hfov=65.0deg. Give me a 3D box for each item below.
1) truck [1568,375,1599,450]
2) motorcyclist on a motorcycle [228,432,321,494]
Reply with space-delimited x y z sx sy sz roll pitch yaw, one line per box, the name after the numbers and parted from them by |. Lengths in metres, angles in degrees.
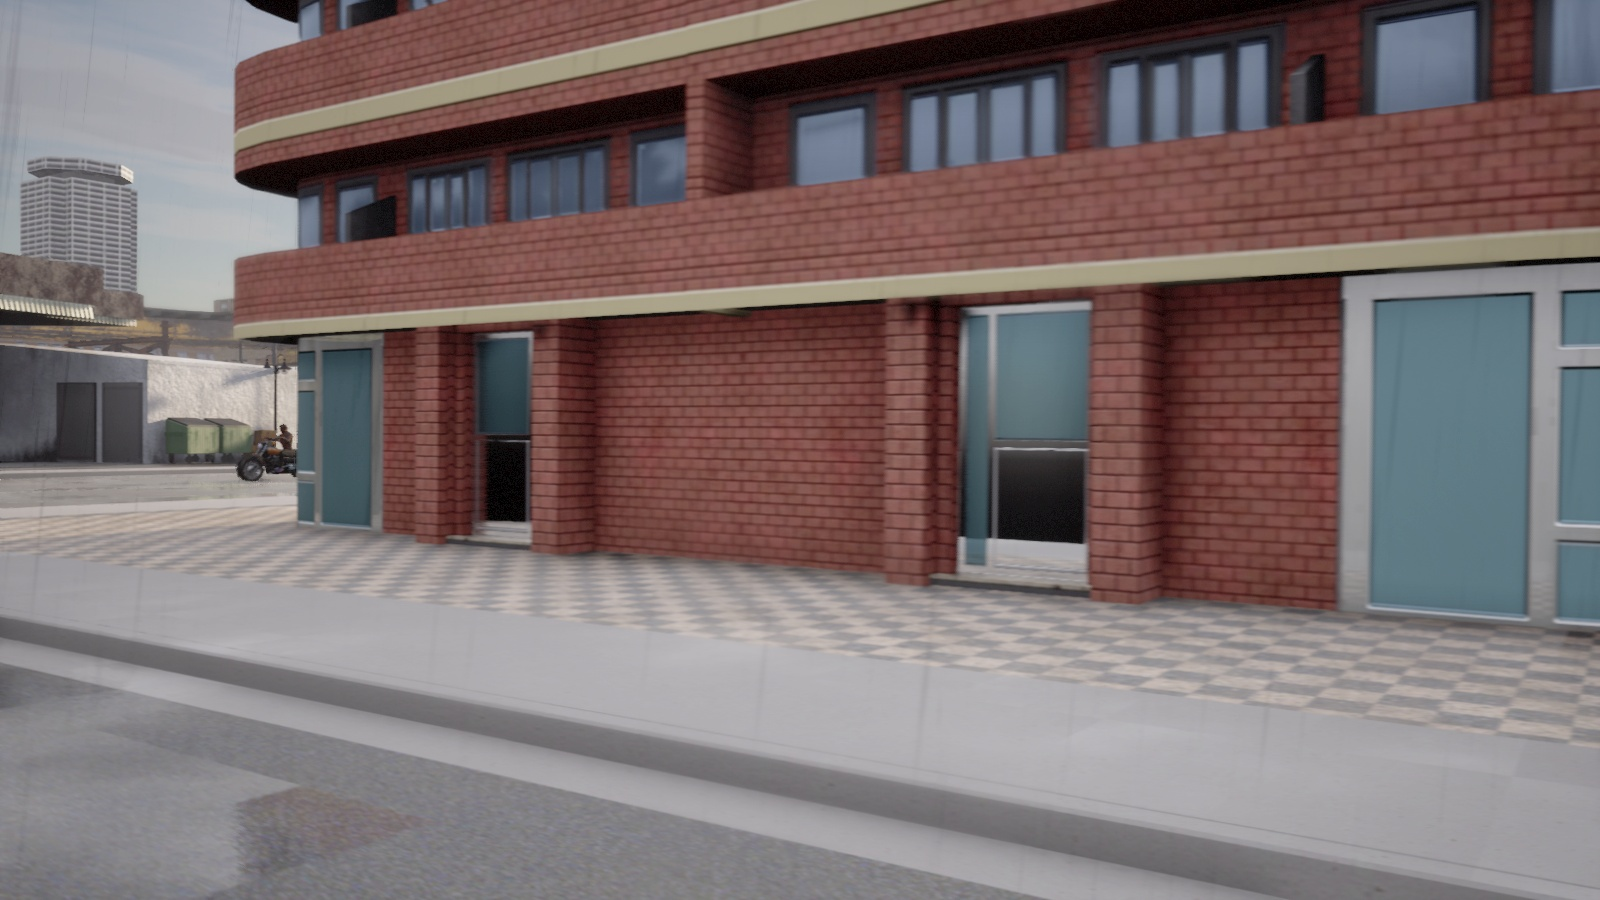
44.259 -2.038 64.086 8.468 3.827 2.891 -1 0 34 | truck
-14.610 0.336 35.010 0.766 1.649 2.350 0 1 33 | motorcyclist on a motorcycle
